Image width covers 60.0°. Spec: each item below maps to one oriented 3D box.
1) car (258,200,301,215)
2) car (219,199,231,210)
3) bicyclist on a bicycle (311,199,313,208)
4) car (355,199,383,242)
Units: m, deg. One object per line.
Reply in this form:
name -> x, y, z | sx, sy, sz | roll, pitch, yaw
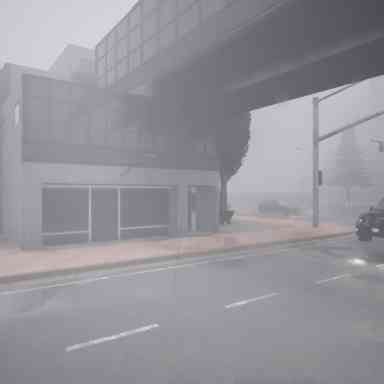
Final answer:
car -> 8.765, 1.526, 33.745 | 1.812, 1.442, 4.674 | 0, 0, -36
car -> 2.834, 1.478, 41.994 | 1.882, 1.535, 5.008 | 0, 0, -36
bicyclist on a bicycle -> 15.798, 1.301, 42.775 | 1.656, 1.620, 0.582 | 0, 0, -36
car -> 9.811, 1.221, 15.325 | 5.566, 2.045, 2.150 | 0, 0, -36
